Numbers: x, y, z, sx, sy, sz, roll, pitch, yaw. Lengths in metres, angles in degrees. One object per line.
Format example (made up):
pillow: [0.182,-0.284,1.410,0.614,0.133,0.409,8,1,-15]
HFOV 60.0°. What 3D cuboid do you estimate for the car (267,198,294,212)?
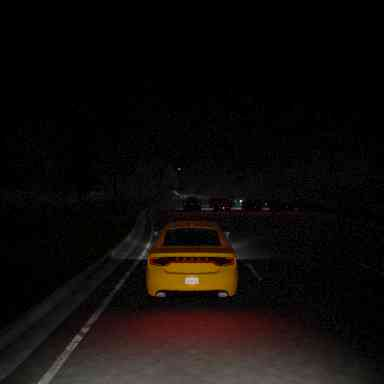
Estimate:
car: [10.495,1.478,39.188,1.882,1.535,5.008,0,0,0]

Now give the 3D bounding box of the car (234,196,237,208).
car: [6.994,1.352,49.577,2.097,1.767,4.553,0,0,0]

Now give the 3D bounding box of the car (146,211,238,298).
car: [-0.001,1.478,8.578,1.882,1.535,5.008,0,0,0]

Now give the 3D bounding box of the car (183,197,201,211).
car: [-0.005,1.352,39.573,2.097,1.767,4.553,0,0,0]

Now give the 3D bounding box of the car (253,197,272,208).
car: [10.494,1.526,49.607,1.812,1.442,4.674,0,0,0]

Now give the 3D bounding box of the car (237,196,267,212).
car: [6.995,1.491,39.187,2.128,1.511,4.902,0,0,0]

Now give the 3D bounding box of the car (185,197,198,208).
car: [-0.006,1.505,49.606,1.837,1.490,4.892,0,0,0]

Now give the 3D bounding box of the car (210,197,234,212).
car: [3.495,1.505,39.187,1.837,1.490,4.892,0,0,0]
